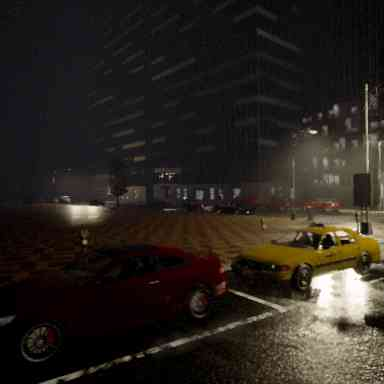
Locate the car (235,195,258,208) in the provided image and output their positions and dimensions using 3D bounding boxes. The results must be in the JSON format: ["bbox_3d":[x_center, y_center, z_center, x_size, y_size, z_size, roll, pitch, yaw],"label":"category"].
[{"bbox_3d":[7.117,1.400,46.191,2.192,1.841,5.009,-2,1,-41],"label":"car"}]

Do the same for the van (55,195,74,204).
[{"bbox_3d":[-28.744,1.854,74.935,1.690,1.788,3.998,-2,1,-41],"label":"van"}]

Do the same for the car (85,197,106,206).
[{"bbox_3d":[-17.685,2.001,62.122,1.802,1.307,4.206,-2,1,-41],"label":"car"}]

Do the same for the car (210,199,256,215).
[{"bbox_3d":[4.421,1.792,36.488,1.947,1.339,4.313,-2,1,-41],"label":"car"}]

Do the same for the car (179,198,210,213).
[{"bbox_3d":[0.733,1.698,40.759,1.967,1.590,4.097,-2,1,-41],"label":"car"}]

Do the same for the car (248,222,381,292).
[{"bbox_3d":[3.196,1.523,8.856,4.829,1.417,1.752,0,-1,-35],"label":"car"}]

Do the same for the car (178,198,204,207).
[{"bbox_3d":[-0.258,1.715,54.752,1.947,1.339,4.313,-2,1,-41],"label":"car"}]

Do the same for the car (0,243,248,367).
[{"bbox_3d":[-1.244,1.582,5.688,4.206,1.307,1.802,0,-1,-35],"label":"car"}]

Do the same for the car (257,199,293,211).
[{"bbox_3d":[10.815,1.634,41.918,1.802,1.307,4.206,-2,1,-41],"label":"car"}]

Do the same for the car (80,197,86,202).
[{"bbox_3d":[-26.091,1.936,84.697,1.947,1.339,4.313,-2,1,-41],"label":"car"}]

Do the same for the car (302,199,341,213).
[{"bbox_3d":[14.503,1.460,37.640,1.967,1.590,4.097,-2,1,-41],"label":"car"}]

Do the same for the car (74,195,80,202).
[{"bbox_3d":[-29.782,1.946,88.975,1.887,1.381,4.507,-2,1,-41],"label":"car"}]

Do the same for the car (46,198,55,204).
[{"bbox_3d":[-32.313,2.068,79.081,1.752,1.417,4.829,-2,1,-41],"label":"car"}]

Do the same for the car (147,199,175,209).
[{"bbox_3d":[-4.789,1.817,51.189,2.033,1.411,5.357,-2,1,-40],"label":"car"}]
